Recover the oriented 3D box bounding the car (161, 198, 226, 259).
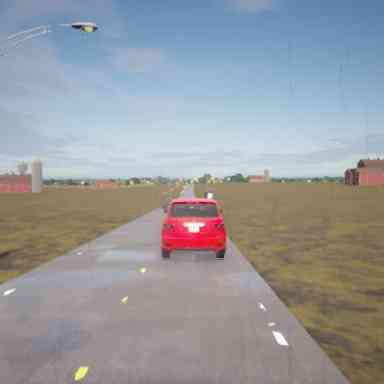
[{"bbox_3d":[0.036,1.250,12.892,2.150,2.045,5.566,0,0,-1],"label":"car"}]

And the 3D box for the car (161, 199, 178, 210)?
[{"bbox_3d":[-3.009,1.664,44.377,1.994,1.385,4.181,0,0,0],"label":"car"}]

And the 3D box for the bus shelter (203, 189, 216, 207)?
[{"bbox_3d":[2.955,1.006,57.498,1.920,2.740,3.880,2,2,0],"label":"bus shelter"}]

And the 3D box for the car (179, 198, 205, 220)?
[{"bbox_3d":[-0.028,1.419,29.187,2.097,1.767,4.553,0,0,0],"label":"car"}]
